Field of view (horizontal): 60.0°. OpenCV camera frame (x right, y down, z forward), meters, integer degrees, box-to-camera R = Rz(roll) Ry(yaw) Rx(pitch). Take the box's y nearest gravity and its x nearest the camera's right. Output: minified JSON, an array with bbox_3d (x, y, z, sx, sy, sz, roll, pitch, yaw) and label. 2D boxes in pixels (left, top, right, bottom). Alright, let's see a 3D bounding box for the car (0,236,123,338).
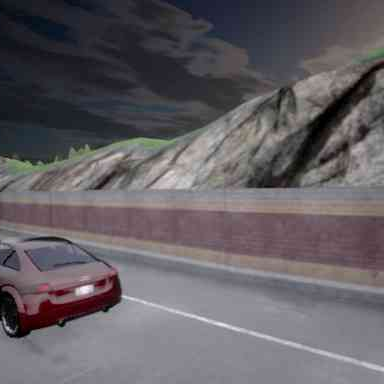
[{"bbox_3d":[-3.338,1.610,6.801,4.181,1.385,1.994,0,0,39],"label":"car"}]
